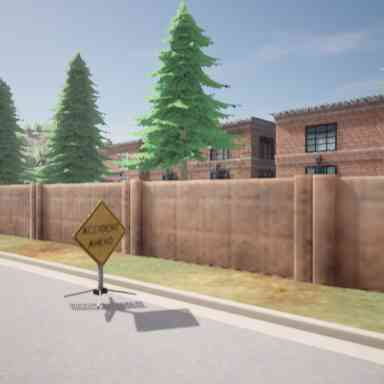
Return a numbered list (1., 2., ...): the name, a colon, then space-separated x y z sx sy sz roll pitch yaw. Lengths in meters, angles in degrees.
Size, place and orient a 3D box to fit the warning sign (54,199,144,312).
1. warning sign: -1.766 1.088 6.419 1.060 1.860 1.300 0 0 36
